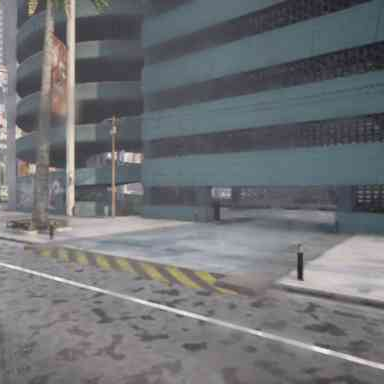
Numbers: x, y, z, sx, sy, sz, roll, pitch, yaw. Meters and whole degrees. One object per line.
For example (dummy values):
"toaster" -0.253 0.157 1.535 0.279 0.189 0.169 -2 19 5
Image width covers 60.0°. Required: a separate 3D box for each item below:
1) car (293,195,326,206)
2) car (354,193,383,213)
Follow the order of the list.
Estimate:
"car" 17.499 1.249 49.517 4.674 1.452 2.002 0 0 36
"car" 12.621 1.021 21.051 5.566 2.045 2.435 0 0 36
